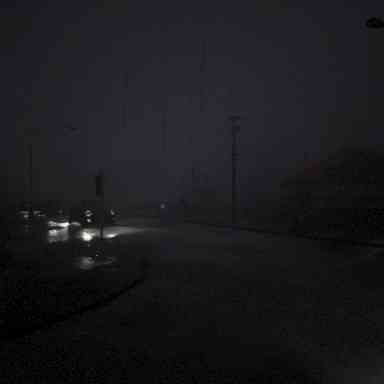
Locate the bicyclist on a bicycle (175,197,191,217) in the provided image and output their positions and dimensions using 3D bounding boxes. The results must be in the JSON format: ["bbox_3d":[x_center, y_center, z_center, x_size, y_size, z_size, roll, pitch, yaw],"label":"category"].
[{"bbox_3d":[-0.760,1.285,28.485,1.656,1.620,0.582,-1,0,-36],"label":"bicyclist on a bicycle"}]

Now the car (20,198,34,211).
[{"bbox_3d":[-19.341,1.497,40.107,1.812,1.442,4.674,0,0,-35],"label":"car"}]

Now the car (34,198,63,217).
[{"bbox_3d":[-12.854,1.462,30.980,2.128,1.511,4.902,0,0,-35],"label":"car"}]

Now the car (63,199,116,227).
[{"bbox_3d":[-6.850,1.323,22.565,2.097,1.767,4.553,0,0,-35],"label":"car"}]
